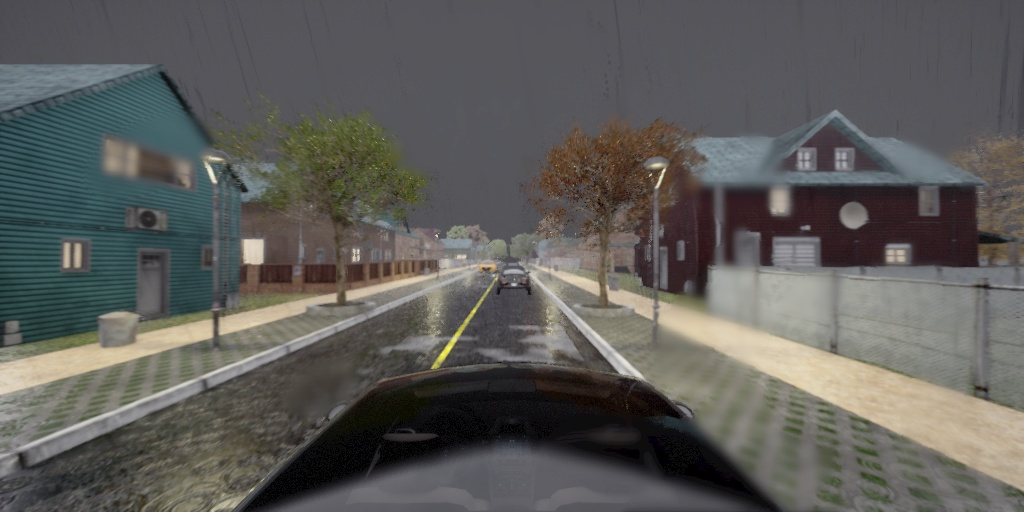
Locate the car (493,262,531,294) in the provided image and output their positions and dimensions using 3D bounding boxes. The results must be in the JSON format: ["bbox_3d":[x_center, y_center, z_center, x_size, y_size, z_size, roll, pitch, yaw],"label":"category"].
[{"bbox_3d":[0.094,1.270,20.333,1.812,1.442,4.674,0,0,0],"label":"car"}]

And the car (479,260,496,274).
[{"bbox_3d":[-2.802,1.245,42.147,1.882,1.535,5.008,0,0,0],"label":"car"}]

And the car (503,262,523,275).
[{"bbox_3d":[0.102,1.326,39.342,1.994,1.385,4.181,0,0,0],"label":"car"}]
